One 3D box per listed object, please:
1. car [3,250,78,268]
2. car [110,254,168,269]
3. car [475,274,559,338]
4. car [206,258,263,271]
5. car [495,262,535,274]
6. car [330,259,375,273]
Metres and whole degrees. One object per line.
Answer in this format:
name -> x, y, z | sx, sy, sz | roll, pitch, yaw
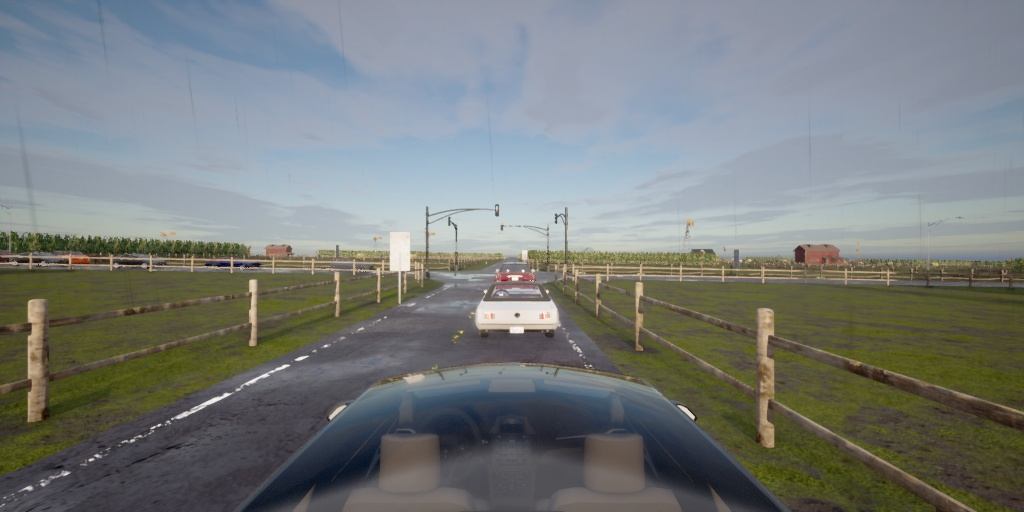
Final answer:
car -> -48.408, 0.392, 36.877 | 4.892, 1.490, 1.837 | 1, 0, 1
car -> -38.235, 0.572, 36.813 | 4.892, 1.490, 1.837 | 1, 0, 0
car -> 0.123, 1.351, 10.158 | 1.895, 1.301, 4.718 | 0, 0, 0
car -> -28.339, 0.847, 36.773 | 4.718, 1.301, 1.895 | 1, 0, 0
car -> 0.178, 1.103, 19.146 | 2.097, 1.767, 4.553 | 0, 0, 1
car -> -16.310, 1.028, 36.743 | 4.181, 1.385, 1.994 | 1, 0, 0
